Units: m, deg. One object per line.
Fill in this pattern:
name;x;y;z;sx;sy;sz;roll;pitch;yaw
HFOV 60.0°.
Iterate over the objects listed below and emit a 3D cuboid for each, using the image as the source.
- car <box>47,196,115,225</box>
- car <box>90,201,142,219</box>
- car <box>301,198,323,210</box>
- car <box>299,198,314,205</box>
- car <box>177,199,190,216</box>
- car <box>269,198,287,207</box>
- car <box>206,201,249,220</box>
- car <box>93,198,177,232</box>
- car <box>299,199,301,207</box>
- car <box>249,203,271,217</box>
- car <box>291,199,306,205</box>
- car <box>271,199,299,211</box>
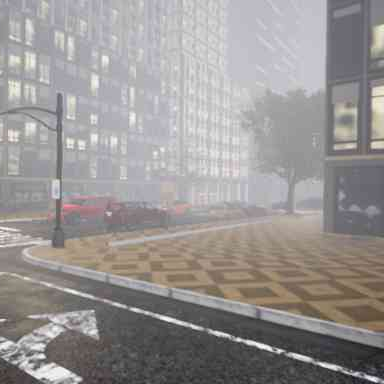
car;-8.181;1.333;25.550;2.150;2.045;5.566;1;0;37
car;-7.077;1.641;31.407;1.752;1.417;4.829;1;0;36
car;19.887;1.858;53.773;2.192;1.841;5.009;1;0;36
car;26.547;2.140;76.875;2.008;1.369;4.403;1;0;36
car;-2.165;1.552;33.672;2.097;1.767;4.553;1;0;37
car;16.390;1.976;63.139;1.752;1.417;4.829;1;0;36
car;3.218;1.830;31.235;1.752;1.417;4.829;1;0;36
car;-3.587;1.520;22.029;2.192;1.841;5.009;1;0;36
car;19.751;2.053;57.927;1.812;1.442;4.674;1;0;36
car;6.470;1.934;35.633;1.802;1.307;4.206;1;0;36
car;23.195;2.126;72.342;1.802;1.307;4.206;1;0;36
car;13.582;1.989;49.602;2.033;1.411;5.357;1;0;37
